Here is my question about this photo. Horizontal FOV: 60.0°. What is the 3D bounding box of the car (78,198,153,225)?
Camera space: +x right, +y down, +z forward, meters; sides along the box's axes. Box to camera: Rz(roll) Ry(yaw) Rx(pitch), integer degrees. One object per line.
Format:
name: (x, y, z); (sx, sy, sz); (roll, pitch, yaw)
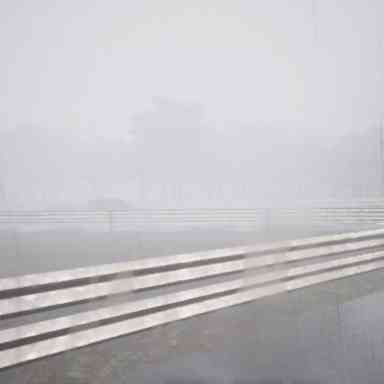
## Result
car: (-6.019, 1.529, 27.451); (5.566, 2.045, 2.150); (-1, 1, 4)

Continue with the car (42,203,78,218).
car: (-12.983, 1.914, 34.977); (5.357, 1.411, 2.033); (-1, 1, 4)
